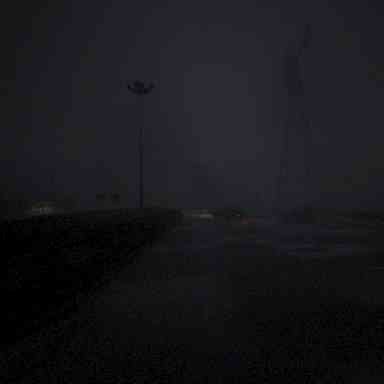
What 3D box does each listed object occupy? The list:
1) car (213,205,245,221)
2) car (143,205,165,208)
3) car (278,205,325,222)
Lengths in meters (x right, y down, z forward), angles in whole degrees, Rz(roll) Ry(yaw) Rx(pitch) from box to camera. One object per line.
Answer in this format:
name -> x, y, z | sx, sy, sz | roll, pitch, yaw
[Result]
car -> 3.666, 2.065, 33.972 | 2.128, 1.511, 4.902 | 0, -1, -19
car -> -5.650, 2.331, 41.289 | 4.902, 1.511, 2.128 | -1, -1, 11
car -> 9.988, 1.941, 30.576 | 3.905, 1.438, 1.784 | -1, -1, 3
